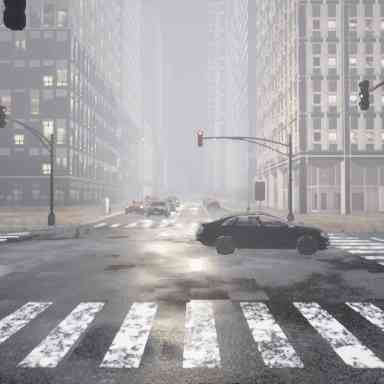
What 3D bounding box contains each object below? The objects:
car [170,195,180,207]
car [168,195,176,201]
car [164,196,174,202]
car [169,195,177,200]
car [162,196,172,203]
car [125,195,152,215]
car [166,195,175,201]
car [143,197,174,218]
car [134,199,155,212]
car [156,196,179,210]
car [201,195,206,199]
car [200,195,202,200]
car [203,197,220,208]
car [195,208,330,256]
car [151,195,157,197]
[{"bbox_3d":[-2.905,1.371,49.826,2.097,1.767,4.553,0,0,0],"label":"car"},{"bbox_3d":[-5.338,1.587,89.515,2.008,1.369,4.403,1,0,0],"label":"car"},{"bbox_3d":[-5.380,1.582,78.365,2.008,1.369,4.403,1,0,0],"label":"car"},{"bbox_3d":[-5.317,1.605,95.090,1.947,1.339,4.313,1,0,0],"label":"car"},{"bbox_3d":[-5.401,1.573,72.790,1.887,1.381,4.507,1,0,0],"label":"car"},{"bbox_3d":[-5.546,1.453,33.764,1.967,1.590,4.097,1,0,0],"label":"car"},{"bbox_3d":[-5.359,1.578,83.940,1.887,1.381,4.507,1,0,0],"label":"car"},{"bbox_3d":[-2.985,1.516,30.302,1.837,1.490,4.892,0,0,0],"label":"car"},{"bbox_3d":[-5.528,1.597,39.339,1.802,1.307,4.206,1,0,0],"label":"car"},{"bbox_3d":[-2.949,1.520,39.752,1.837,1.490,4.892,0,0,0],"label":"car"},{"bbox_3d":[2.918,1.547,56.270,1.752,1.417,4.829,1,0,0],"label":"car"},{"bbox_3d":[2.937,1.590,61.677,1.947,1.339,4.313,1,0,0],"label":"car"},{"bbox_3d":[2.873,1.599,44.944,1.802,1.307,4.206,1,0,0],"label":"car"},{"bbox_3d":[2.547,1.496,12.452,4.902,1.511,2.128,0,0,0],"label":"car"},{"bbox_3d":[-5.502,1.332,44.914,2.192,1.841,5.009,1,0,0],"label":"car"}]
